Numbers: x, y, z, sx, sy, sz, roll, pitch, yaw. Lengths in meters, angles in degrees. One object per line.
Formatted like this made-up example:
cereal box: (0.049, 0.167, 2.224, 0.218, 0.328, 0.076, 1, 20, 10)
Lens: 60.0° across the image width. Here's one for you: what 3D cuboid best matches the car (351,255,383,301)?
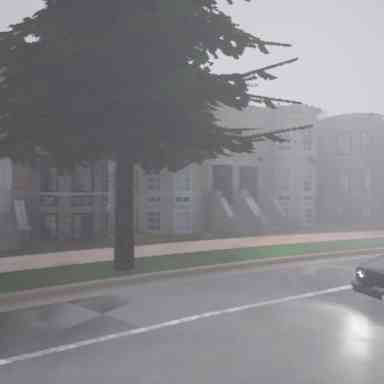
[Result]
car: (5.910, 1.524, 6.969, 5.357, 1.411, 2.033, 0, 0, -24)
